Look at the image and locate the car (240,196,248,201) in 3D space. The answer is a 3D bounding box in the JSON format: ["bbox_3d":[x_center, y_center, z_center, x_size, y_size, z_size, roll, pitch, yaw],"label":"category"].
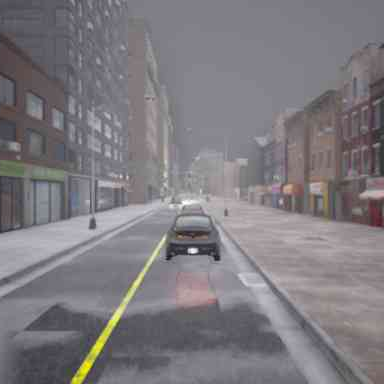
[{"bbox_3d":[13.933,1.566,79.755,4.829,1.417,1.752,0,-1,0],"label":"car"}]

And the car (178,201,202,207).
[{"bbox_3d":[0.051,1.651,26.982,1.895,1.301,4.718,0,0,0],"label":"car"}]

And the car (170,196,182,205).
[{"bbox_3d":[-2.766,1.524,58.081,1.837,1.490,4.892,0,0,1],"label":"car"}]

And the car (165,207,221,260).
[{"bbox_3d":[0.049,1.542,12.616,1.837,1.490,4.892,0,0,1],"label":"car"}]
